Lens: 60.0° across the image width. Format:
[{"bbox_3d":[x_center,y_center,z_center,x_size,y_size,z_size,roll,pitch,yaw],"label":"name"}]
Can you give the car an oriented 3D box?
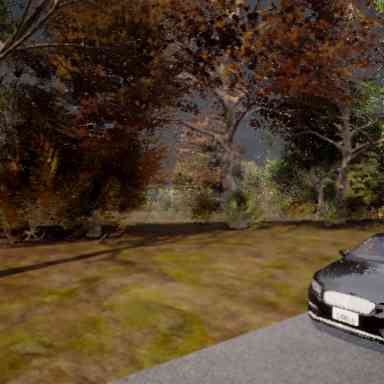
[{"bbox_3d":[4.125,1.515,6.225,4.902,1.511,2.128,0,0,-37],"label":"car"}]
